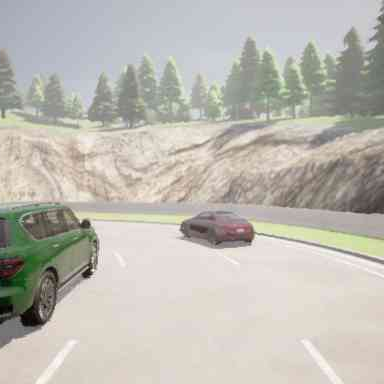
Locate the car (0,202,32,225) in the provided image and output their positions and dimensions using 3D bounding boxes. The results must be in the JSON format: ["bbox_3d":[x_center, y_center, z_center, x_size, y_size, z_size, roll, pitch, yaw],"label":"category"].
[{"bbox_3d":[-14.424,1.497,23.876,5.008,1.535,1.882,0,-1,-2],"label":"car"}]

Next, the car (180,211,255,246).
[{"bbox_3d":[1.069,1.576,15.729,1.994,1.385,4.181,0,0,-28],"label":"car"}]

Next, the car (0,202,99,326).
[{"bbox_3d":[-3.600,1.230,7.139,2.150,2.045,5.566,0,0,-3],"label":"car"}]
